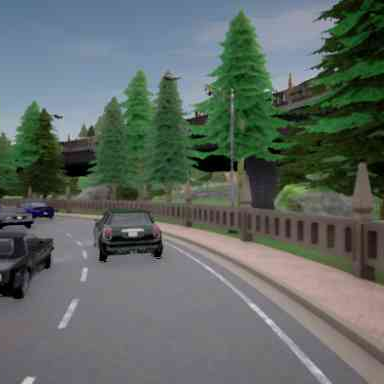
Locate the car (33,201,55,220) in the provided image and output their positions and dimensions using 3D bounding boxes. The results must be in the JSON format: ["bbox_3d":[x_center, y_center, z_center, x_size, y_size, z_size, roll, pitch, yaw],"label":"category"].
[{"bbox_3d":[-13.511,1.545,28.092,5.008,1.535,1.882,0,0,41],"label":"car"}]

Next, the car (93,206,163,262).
[{"bbox_3d":[-2.583,1.371,12.648,2.097,1.767,4.553,0,0,-19],"label":"car"}]

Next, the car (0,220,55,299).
[{"bbox_3d":[-4.719,1.623,8.212,1.895,1.301,4.718,0,0,-13],"label":"car"}]

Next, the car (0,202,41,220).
[{"bbox_3d":[-12.005,1.605,21.908,2.033,1.411,5.357,0,0,-41],"label":"car"}]
